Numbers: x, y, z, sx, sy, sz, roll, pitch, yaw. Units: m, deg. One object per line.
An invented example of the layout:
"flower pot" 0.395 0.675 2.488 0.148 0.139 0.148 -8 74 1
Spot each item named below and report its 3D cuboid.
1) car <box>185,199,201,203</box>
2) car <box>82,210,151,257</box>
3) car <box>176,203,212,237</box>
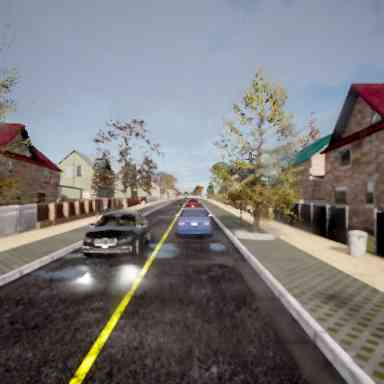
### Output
"car" 0.111 1.577 42.629 1.812 1.442 4.674 0 0 0
"car" -2.764 1.516 13.054 1.837 1.490 4.892 0 -1 0
"car" 0.105 1.561 18.217 2.033 1.411 5.357 0 0 0
